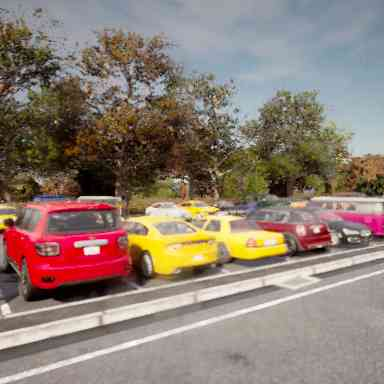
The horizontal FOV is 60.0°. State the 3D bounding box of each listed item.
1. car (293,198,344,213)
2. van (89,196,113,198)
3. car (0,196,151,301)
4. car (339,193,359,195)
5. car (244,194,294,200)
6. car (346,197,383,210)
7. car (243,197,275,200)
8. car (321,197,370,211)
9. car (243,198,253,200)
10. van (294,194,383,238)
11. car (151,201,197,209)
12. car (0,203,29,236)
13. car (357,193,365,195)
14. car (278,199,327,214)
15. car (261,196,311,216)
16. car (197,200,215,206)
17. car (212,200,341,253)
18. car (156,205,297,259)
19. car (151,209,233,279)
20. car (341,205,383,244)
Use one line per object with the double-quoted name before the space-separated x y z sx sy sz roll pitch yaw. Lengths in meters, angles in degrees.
"car" 14.001 1.448 37.142 2.097 1.535 5.008 0 0 -35
"van" -6.453 1.285 22.654 1.878 1.987 4.442 0 0 -35
"car" -3.549 1.272 8.889 2.435 2.045 5.566 0 0 -35
"car" 16.295 1.313 38.720 2.185 1.767 4.553 0 0 -35
"car" 7.175 1.222 32.325 2.435 2.045 5.566 0 0 -35
"car" 23.113 1.410 43.551 2.231 1.521 4.892 0 0 -35
"car" 4.861 1.509 30.770 2.163 1.488 4.792 0 0 -35
"car" 18.554 1.429 40.350 2.097 1.535 5.008 0 0 -35
"car" 2.596 1.487 29.154 2.231 1.521 4.892 0 0 -35
"van" 7.792 1.270 16.955 1.878 1.987 4.442 0 0 -35
"car" -1.962 1.539 25.951 2.002 1.452 4.674 0 0 -35
"car" -11.185 1.518 19.701 1.946 1.575 5.366 0 0 -35
"car" 20.853 1.168 41.923 2.435 2.045 5.566 0 0 -35
"car" 11.717 1.496 35.549 2.002 1.452 4.674 0 0 -35
"car" 9.456 1.339 33.922 2.185 1.767 4.553 0 0 -35
"car" 0.317 1.493 27.553 2.097 1.535 5.008 0 0 -35
"car" 3.218 1.382 13.565 2.185 1.767 4.553 0 0 -35
"car" 0.917 1.510 12.215 1.946 1.575 5.366 0 0 -35
"car" -1.251 1.518 10.460 2.097 1.535 5.008 0 0 -35
"car" 5.577 1.503 15.266 2.231 1.521 4.892 0 0 -35
